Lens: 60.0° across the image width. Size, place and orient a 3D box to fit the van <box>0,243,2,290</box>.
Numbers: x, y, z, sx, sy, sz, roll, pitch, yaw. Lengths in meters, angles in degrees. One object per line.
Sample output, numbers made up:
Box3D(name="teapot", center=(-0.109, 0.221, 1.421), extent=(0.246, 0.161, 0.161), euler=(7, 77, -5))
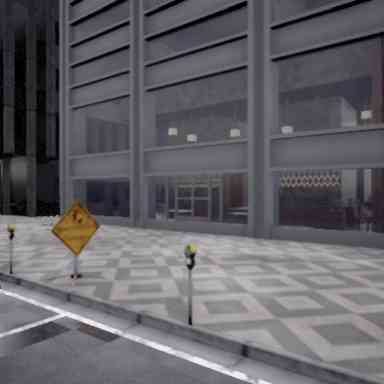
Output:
Box3D(name="van", center=(-5.656, 1.338, 6.998), extent=(3.998, 1.788, 1.690), euler=(0, 0, 35))

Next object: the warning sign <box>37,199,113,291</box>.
Box3D(name="warning sign", center=(-2.683, 1.113, 7.705), extent=(1.060, 1.860, 1.300), euler=(0, 0, 35))
